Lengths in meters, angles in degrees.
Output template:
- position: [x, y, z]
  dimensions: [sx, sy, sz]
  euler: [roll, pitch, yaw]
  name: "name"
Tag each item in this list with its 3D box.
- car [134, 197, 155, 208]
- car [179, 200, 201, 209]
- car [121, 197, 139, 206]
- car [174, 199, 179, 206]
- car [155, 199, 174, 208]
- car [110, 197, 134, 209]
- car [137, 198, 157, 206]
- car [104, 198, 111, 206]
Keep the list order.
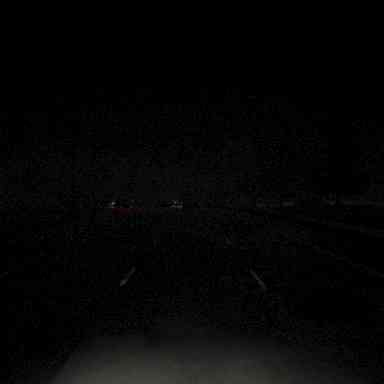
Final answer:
- position: [-8.278, 1.745, 55.548]
  dimensions: [2.097, 1.767, 4.553]
  euler: [0, 0, -22]
  name: "car"
- position: [-0.124, 1.975, 53.018]
  dimensions: [1.895, 1.301, 4.718]
  euler: [0, 0, -18]
  name: "car"
- position: [-12.220, 1.826, 64.920]
  dimensions: [2.097, 1.767, 4.553]
  euler: [0, 0, -30]
  name: "car"
- position: [-3.486, 2.043, 62.595]
  dimensions: [1.895, 1.301, 4.718]
  euler: [0, 0, -26]
  name: "car"
- position: [-5.197, 1.969, 57.285]
  dimensions: [1.994, 1.385, 4.181]
  euler: [0, 0, -22]
  name: "car"
- position: [-11.403, 1.872, 53.869]
  dimensions: [2.128, 1.511, 4.902]
  euler: [0, 0, -22]
  name: "car"
- position: [-9.087, 2.000, 66.474]
  dimensions: [2.033, 1.411, 5.357]
  euler: [0, 0, -30]
  name: "car"
- position: [-15.383, 1.958, 63.415]
  dimensions: [1.837, 1.490, 4.892]
  euler: [0, 0, -30]
  name: "car"
